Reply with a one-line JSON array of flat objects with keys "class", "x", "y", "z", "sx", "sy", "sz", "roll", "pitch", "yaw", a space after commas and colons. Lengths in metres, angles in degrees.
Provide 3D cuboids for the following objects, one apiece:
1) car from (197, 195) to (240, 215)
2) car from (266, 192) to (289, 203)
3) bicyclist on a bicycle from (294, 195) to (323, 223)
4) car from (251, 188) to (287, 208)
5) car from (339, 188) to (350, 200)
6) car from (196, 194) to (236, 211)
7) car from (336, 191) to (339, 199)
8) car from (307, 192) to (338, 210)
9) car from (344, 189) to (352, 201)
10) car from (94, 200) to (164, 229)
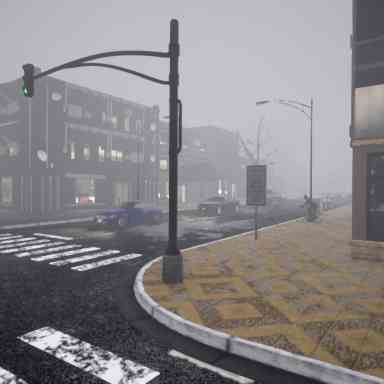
[{"class": "car", "x": 2.350, "y": 1.028, "z": 28.437, "sx": 1.882, "sy": 1.535, "sz": 5.008, "roll": 1, "pitch": 1, "yaw": 35}, {"class": "car", "x": 12.170, "y": 0.767, "z": 47.203, "sx": 1.802, "sy": 1.307, "sz": 4.206, "roll": 2, "pitch": 2, "yaw": 35}, {"class": "bicyclist on a bicycle", "x": 6.830, "y": 1.003, "z": 19.562, "sx": 1.656, "sy": 1.620, "sz": 0.582, "roll": 0, "pitch": 1, "yaw": 35}, {"class": "car", "x": 8.369, "y": 0.599, "z": 37.105, "sx": 2.150, "sy": 2.045, "sz": 5.566, "roll": 1, "pitch": 1, "yaw": 35}, {"class": "car", "x": 24.284, "y": 0.572, "z": 54.508, "sx": 2.033, "sy": 1.411, "sz": 5.357, "roll": 1, "pitch": 1, "yaw": 36}, {"class": "car", "x": 2.450, "y": 1.011, "z": 33.340, "sx": 2.008, "sy": 1.369, "sz": 4.403, "roll": 2, "pitch": 2, "yaw": 35}, {"class": "car", "x": 18.598, "y": 0.788, "z": 46.274, "sx": 1.895, "sy": 1.301, "sz": 4.718, "roll": 1, "pitch": 1, "yaw": 35}, {"class": "car", "x": 12.711, "y": 0.993, "z": 33.029, "sx": 2.008, "sy": 1.369, "sz": 4.403, "roll": 2, "pitch": 2, "yaw": 35}, {"class": "car", "x": 25.481, "y": 0.619, "z": 51.641, "sx": 1.887, "sy": 1.381, "sz": 4.507, "roll": 2, "pitch": 2, "yaw": 35}, {"class": "car", "x": -3.600, "y": 1.248, "z": 19.843, "sx": 1.812, "sy": 1.442, "sz": 4.674, "roll": 1, "pitch": 1, "yaw": 37}]
